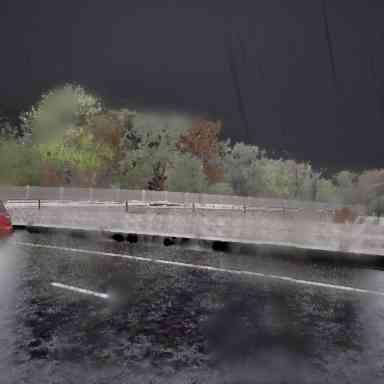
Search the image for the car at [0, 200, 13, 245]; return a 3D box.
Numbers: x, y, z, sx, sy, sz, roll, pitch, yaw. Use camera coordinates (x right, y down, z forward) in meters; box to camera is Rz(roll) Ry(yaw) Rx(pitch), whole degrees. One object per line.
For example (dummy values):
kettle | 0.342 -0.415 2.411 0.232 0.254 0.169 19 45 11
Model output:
car | -9.942 1.256 13.830 5.566 2.045 2.150 0 0 27
